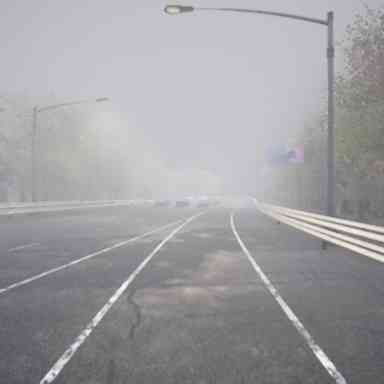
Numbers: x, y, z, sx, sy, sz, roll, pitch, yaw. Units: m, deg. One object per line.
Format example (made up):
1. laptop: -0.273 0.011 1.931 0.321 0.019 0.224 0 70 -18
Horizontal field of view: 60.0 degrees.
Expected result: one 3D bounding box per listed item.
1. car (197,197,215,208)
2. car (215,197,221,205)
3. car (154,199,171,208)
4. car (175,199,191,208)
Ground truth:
1. car: 2.015 1.913 54.232 2.033 1.411 5.357 0 0 10
2. car: 4.705 2.071 69.698 1.994 1.385 4.181 0 0 10
3. car: -4.858 1.866 55.580 1.812 1.442 4.674 0 0 10
4. car: -1.421 1.831 54.930 1.882 1.535 5.008 0 0 10
